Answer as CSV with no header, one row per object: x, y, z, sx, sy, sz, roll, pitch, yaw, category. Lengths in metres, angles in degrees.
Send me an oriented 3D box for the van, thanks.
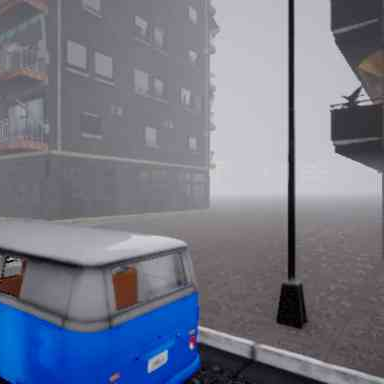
-1.824,1.333,4.179,3.998,1.788,1.690,0,0,36,van
